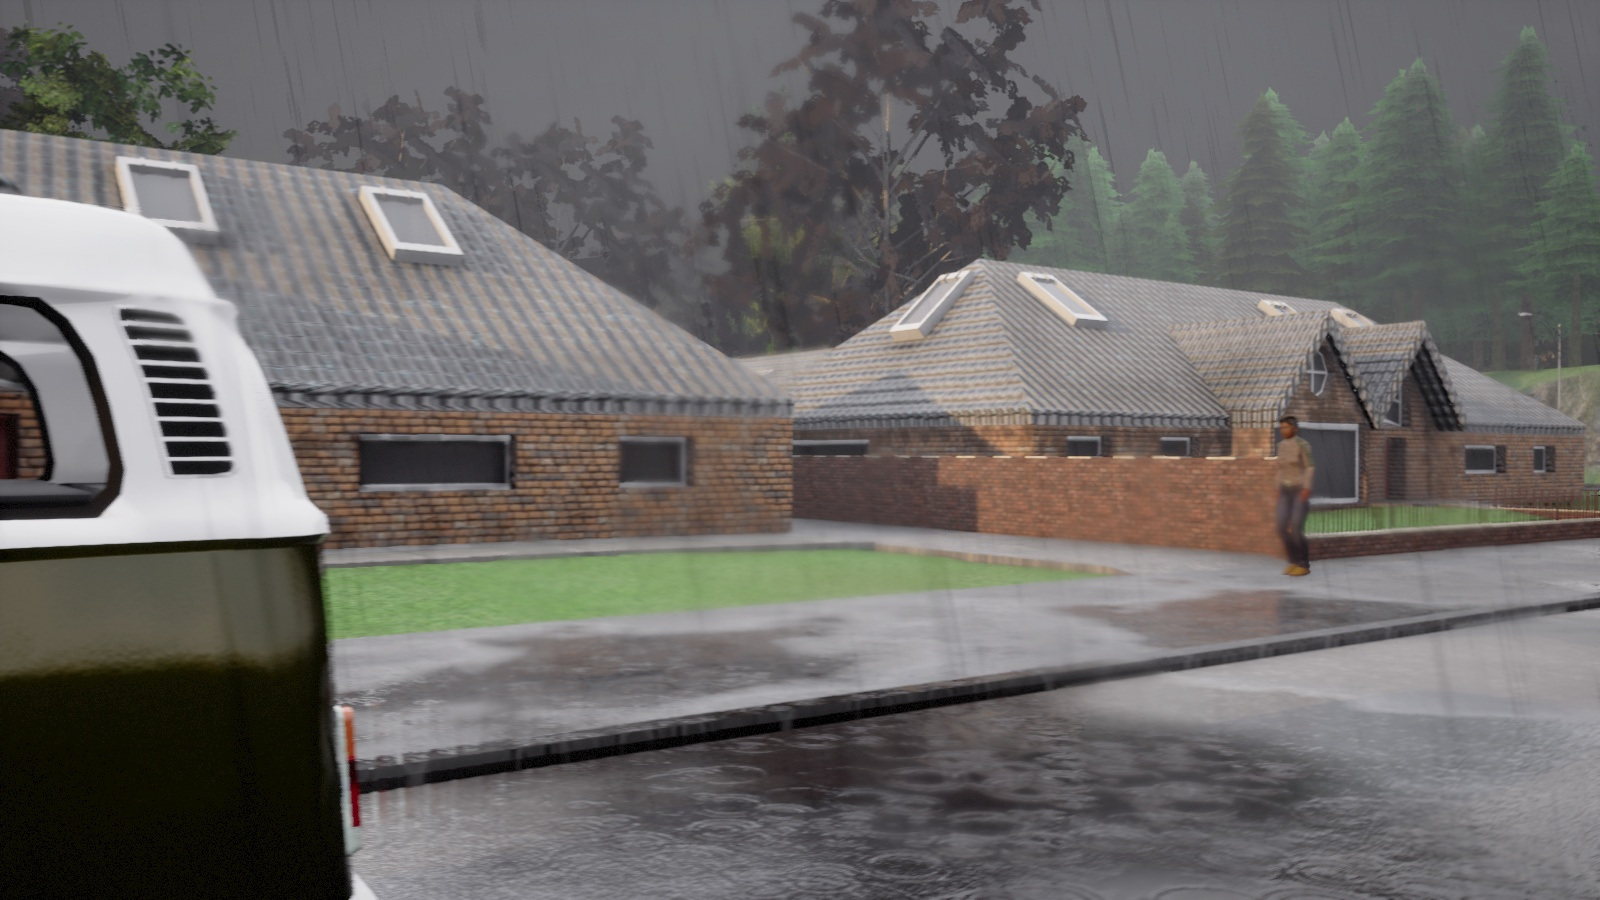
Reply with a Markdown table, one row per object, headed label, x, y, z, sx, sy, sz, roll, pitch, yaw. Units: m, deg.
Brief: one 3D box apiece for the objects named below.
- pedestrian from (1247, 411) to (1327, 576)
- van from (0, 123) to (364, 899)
| label | x | y | z | sx | sy | sz | roll | pitch | yaw |
| --- | --- | --- | --- | --- | --- | --- | --- | --- | --- |
| pedestrian | 5.485 | 0.478 | 14.141 | 0.869 | 1.805 | 0.328 | 0 | 0 | -26 |
| van | -3.271 | 0.480 | 1.992 | 4.480 | 2.038 | 2.069 | 0 | 0 | -35 |
